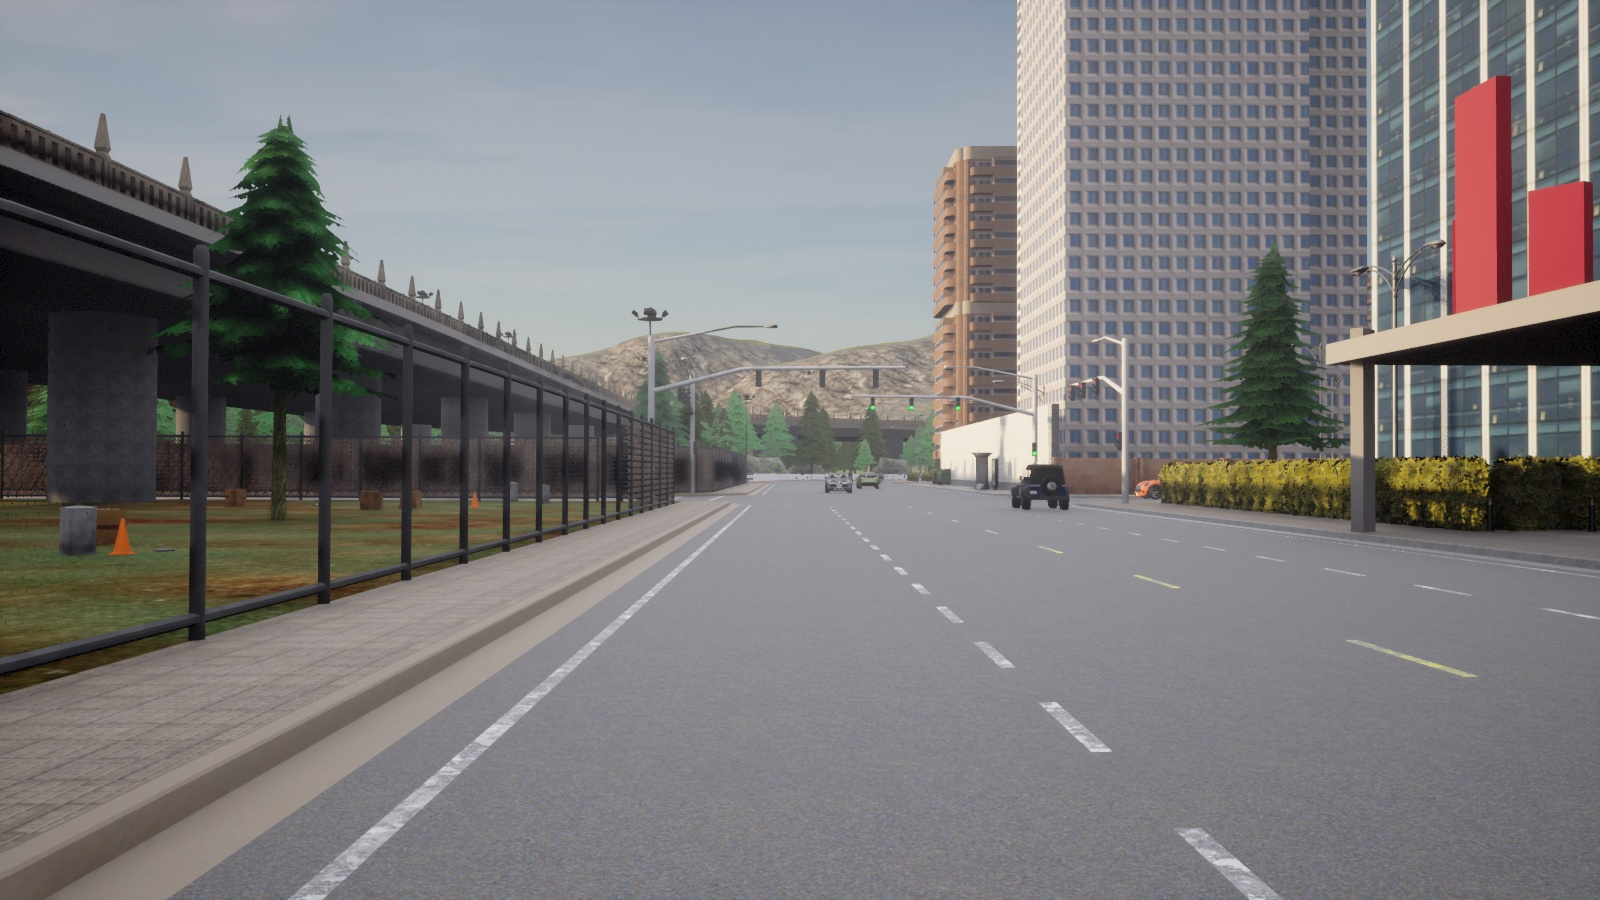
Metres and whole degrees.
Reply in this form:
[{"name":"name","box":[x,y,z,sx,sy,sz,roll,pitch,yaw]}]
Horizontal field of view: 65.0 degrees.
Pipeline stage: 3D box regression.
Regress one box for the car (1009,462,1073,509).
[{"name":"car","box":[10.076,1.454,52.669,1.905,1.878,3.866,0,-1,0]}]

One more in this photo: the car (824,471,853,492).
[{"name":"car","box":[2.771,2.286,90.594,1.970,1.475,3.806,0,-1,0]}]

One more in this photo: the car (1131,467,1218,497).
[{"name":"car","box":[22.442,1.901,75.347,4.553,1.767,2.097,0,-1,-1]}]
